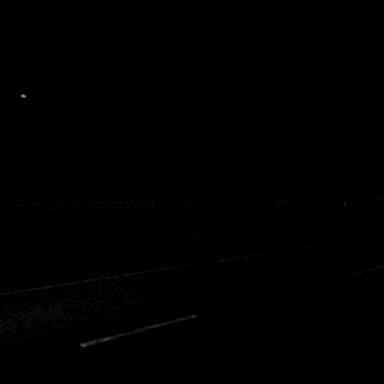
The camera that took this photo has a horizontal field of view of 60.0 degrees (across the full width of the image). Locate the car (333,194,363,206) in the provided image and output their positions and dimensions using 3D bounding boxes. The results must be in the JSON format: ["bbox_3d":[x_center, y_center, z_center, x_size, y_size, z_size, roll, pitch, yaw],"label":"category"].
[{"bbox_3d":[23.979,1.400,51.148,5.566,2.045,2.150,0,0,-35],"label":"car"}]
